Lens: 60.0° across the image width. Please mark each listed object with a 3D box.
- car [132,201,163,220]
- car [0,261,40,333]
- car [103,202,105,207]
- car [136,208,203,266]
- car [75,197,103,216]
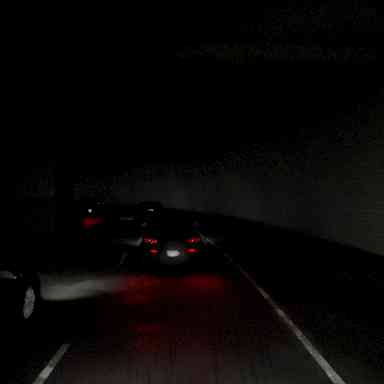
[{"bbox_3d":[-3.121,1.404,23.884,1.837,1.490,4.892,0,0,-17],"label":"car"},{"bbox_3d":[-3.617,1.483,4.083,1.837,1.490,4.892,0,0,-1],"label":"car"},{"bbox_3d":[-12.581,1.368,40.496,2.033,1.411,5.357,0,0,-42],"label":"car"},{"bbox_3d":[-0.737,1.479,11.245,1.812,1.442,4.674,0,0,-6],"label":"car"},{"bbox_3d":[-10.069,1.366,31.110,1.837,1.490,4.892,1,0,-29],"label":"car"}]
